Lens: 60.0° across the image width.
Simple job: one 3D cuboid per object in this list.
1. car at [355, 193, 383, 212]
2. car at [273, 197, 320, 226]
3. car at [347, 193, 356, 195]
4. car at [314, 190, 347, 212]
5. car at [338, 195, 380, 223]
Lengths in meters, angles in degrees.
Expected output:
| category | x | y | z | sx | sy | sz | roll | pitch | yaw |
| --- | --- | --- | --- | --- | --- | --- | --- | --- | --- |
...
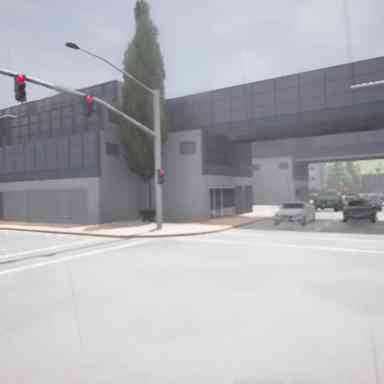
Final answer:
| category | x | y | z | sx | sy | sz | roll | pitch | yaw |
| --- | --- | --- | --- | --- | --- | --- | --- | --- | --- |
| car | 16.972 | 1.018 | 31.657 | 1.837 | 1.490 | 4.892 | -1 | 0 | 31 |
| car | 6.711 | 1.311 | 21.494 | 1.812 | 1.442 | 4.674 | -1 | 0 | 31 |
| car | 24.146 | 0.822 | 50.107 | 1.812 | 1.442 | 4.674 | -1 | 0 | 32 |
| car | 13.283 | 0.823 | 32.339 | 2.150 | 2.045 | 5.566 | -1 | 0 | 31 |
| car | 11.292 | 1.178 | 22.290 | 1.837 | 1.490 | 4.892 | -1 | 0 | 31 |
